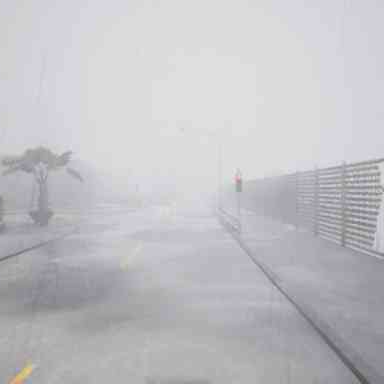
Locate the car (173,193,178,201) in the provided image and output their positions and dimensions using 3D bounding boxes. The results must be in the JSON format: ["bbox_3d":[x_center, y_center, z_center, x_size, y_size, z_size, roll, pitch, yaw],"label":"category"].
[{"bbox_3d":[-4.029,1.059,69.861,2.097,1.767,4.553,0,0,0],"label":"car"}]

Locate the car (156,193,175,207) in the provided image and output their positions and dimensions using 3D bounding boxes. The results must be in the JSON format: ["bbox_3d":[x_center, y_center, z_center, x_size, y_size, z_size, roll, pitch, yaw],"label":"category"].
[{"bbox_3d":[-4.018,1.341,47.820,2.128,1.511,4.902,0,1,0],"label":"car"}]
